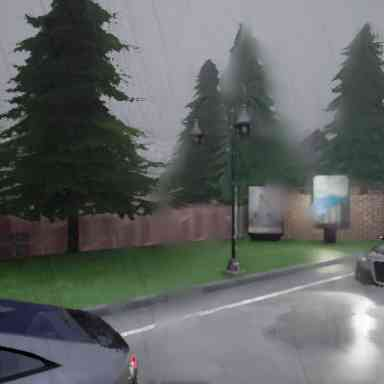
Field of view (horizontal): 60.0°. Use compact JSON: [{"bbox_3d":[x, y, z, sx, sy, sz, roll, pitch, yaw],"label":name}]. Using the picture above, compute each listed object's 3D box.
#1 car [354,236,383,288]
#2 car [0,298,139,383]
[{"bbox_3d":[5.834,1.574,8.138,4.181,1.385,1.994,0,0,-35],"label":"car"},{"bbox_3d":[-2.434,1.563,2.249,4.181,1.385,1.994,0,0,-35],"label":"car"}]
